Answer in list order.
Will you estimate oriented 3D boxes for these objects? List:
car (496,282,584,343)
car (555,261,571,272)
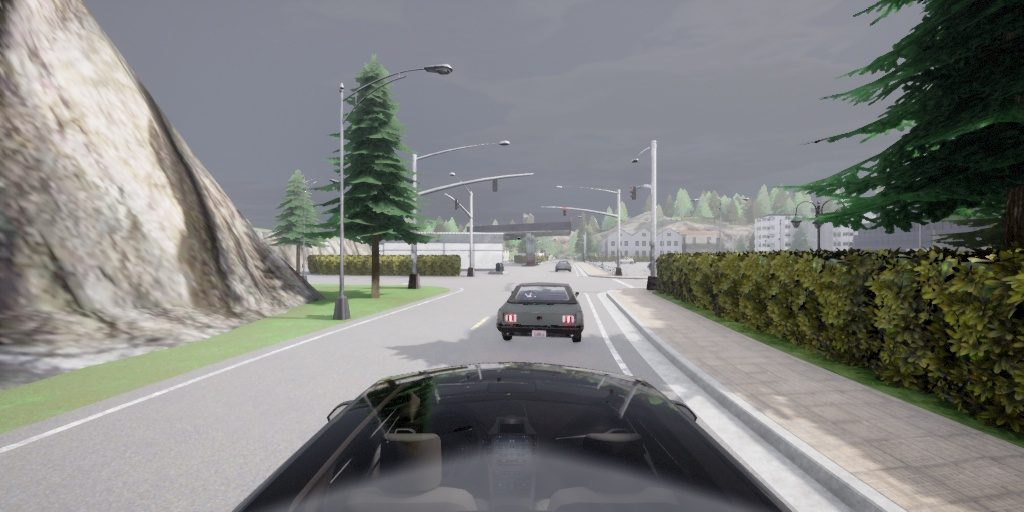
[{"bbox_3d":[0.882,1.351,9.751,1.895,1.301,4.718,0,0,8],"label":"car"},{"bbox_3d":[6.565,1.314,45.823,1.994,1.385,4.181,0,0,9],"label":"car"}]
